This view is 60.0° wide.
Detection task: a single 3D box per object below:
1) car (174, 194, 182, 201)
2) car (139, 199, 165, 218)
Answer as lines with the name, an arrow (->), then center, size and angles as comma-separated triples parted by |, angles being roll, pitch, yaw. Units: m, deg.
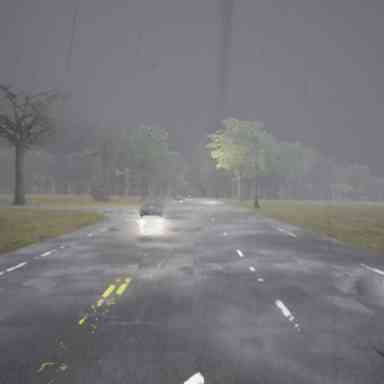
car -> -3.552, 1.433, 85.969 | 2.097, 1.767, 4.553 | 0, 0, 0
car -> -3.488, 1.445, 29.742 | 1.837, 1.490, 4.892 | 1, 1, 0
